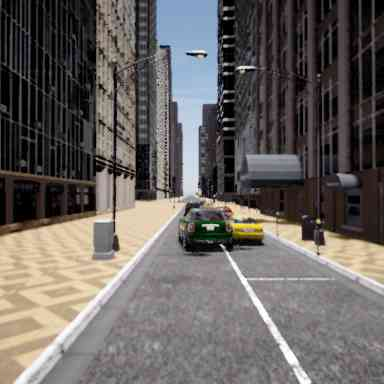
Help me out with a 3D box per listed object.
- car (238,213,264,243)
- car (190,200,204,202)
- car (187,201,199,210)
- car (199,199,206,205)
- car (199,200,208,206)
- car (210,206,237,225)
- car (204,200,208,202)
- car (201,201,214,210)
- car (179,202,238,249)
[{"bbox_3d":[2.576,1.756,17.443,1.752,1.417,4.829,0,-1,0],"label":"car"},{"bbox_3d":[0.129,1.996,39.555,1.882,1.535,5.008,0,-1,0],"label":"car"},{"bbox_3d":[0.142,2.308,57.129,1.994,1.385,4.181,0,-1,0],"label":"car"},{"bbox_3d":[2.627,2.608,84.054,1.752,1.417,4.829,0,-1,0],"label":"car"},{"bbox_3d":[2.623,2.556,78.332,1.887,1.381,4.507,0,-1,0],"label":"car"},{"bbox_3d":[2.585,1.918,28.374,1.887,1.381,4.507,0,-1,0],"label":"car"},{"bbox_3d":[2.602,2.188,50.748,1.752,1.417,4.829,0,-1,0],"label":"car"},{"bbox_3d":[2.606,2.282,56.129,2.008,1.369,4.403,0,-1,0],"label":"car"},{"bbox_3d":[0.526,1.563,15.943,2.097,1.767,4.553,0,-1,-6],"label":"car"}]
